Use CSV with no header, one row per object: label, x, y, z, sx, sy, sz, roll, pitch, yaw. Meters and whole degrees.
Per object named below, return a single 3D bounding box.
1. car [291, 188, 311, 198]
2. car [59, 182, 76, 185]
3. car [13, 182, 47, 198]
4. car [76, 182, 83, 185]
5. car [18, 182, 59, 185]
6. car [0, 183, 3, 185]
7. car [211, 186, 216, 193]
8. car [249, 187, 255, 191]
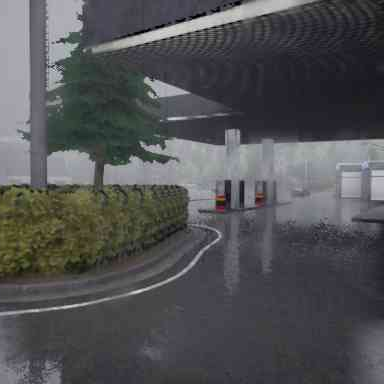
car,17.003,0.106,51.920,1.812,1.442,4.674,2,2,36
car,-25.373,-1.118,65.622,3.866,1.878,1.905,2,2,36
car,-20.733,-0.316,42.516,4.605,1.855,1.932,2,2,36
car,-23.992,-1.171,68.212,4.605,1.855,1.932,2,2,36
car,-16.318,-0.066,35.226,3.866,1.878,1.905,2,2,36
car,-32.920,-0.768,55.297,5.027,1.636,2.152,2,2,36
car,6.298,-0.603,65.242,5.027,1.636,2.152,2,2,36
car,16.794,-0.910,83.356,4.902,1.511,2.128,2,2,36
